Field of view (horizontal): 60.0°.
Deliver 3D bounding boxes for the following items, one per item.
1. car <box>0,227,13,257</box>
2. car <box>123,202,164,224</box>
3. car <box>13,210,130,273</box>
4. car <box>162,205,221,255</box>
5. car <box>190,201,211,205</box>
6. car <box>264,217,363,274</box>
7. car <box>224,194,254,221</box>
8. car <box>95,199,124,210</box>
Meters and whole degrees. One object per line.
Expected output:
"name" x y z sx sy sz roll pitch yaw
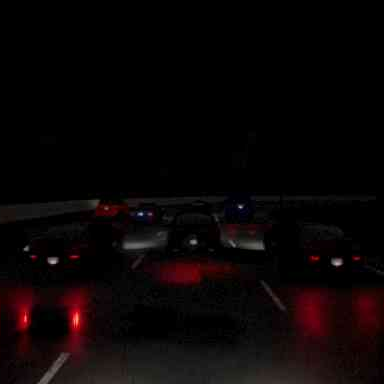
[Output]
"car" -6.952 1.543 9.942 2.033 1.411 5.357 0 0 1
"car" -3.296 1.536 24.965 2.033 1.411 5.357 0 0 3
"car" -3.447 1.521 10.588 1.812 1.442 4.674 0 0 0
"car" 0.072 1.472 13.232 1.882 1.535 5.008 0 0 0
"car" 0.690 1.512 29.597 1.812 1.442 4.674 0 0 8
"car" 3.552 1.521 10.405 1.812 1.442 4.674 0 0 0
"car" 3.915 1.211 27.640 2.150 2.045 5.566 0 0 5
"car" -6.596 1.338 28.353 2.097 1.767 4.553 0 0 4
